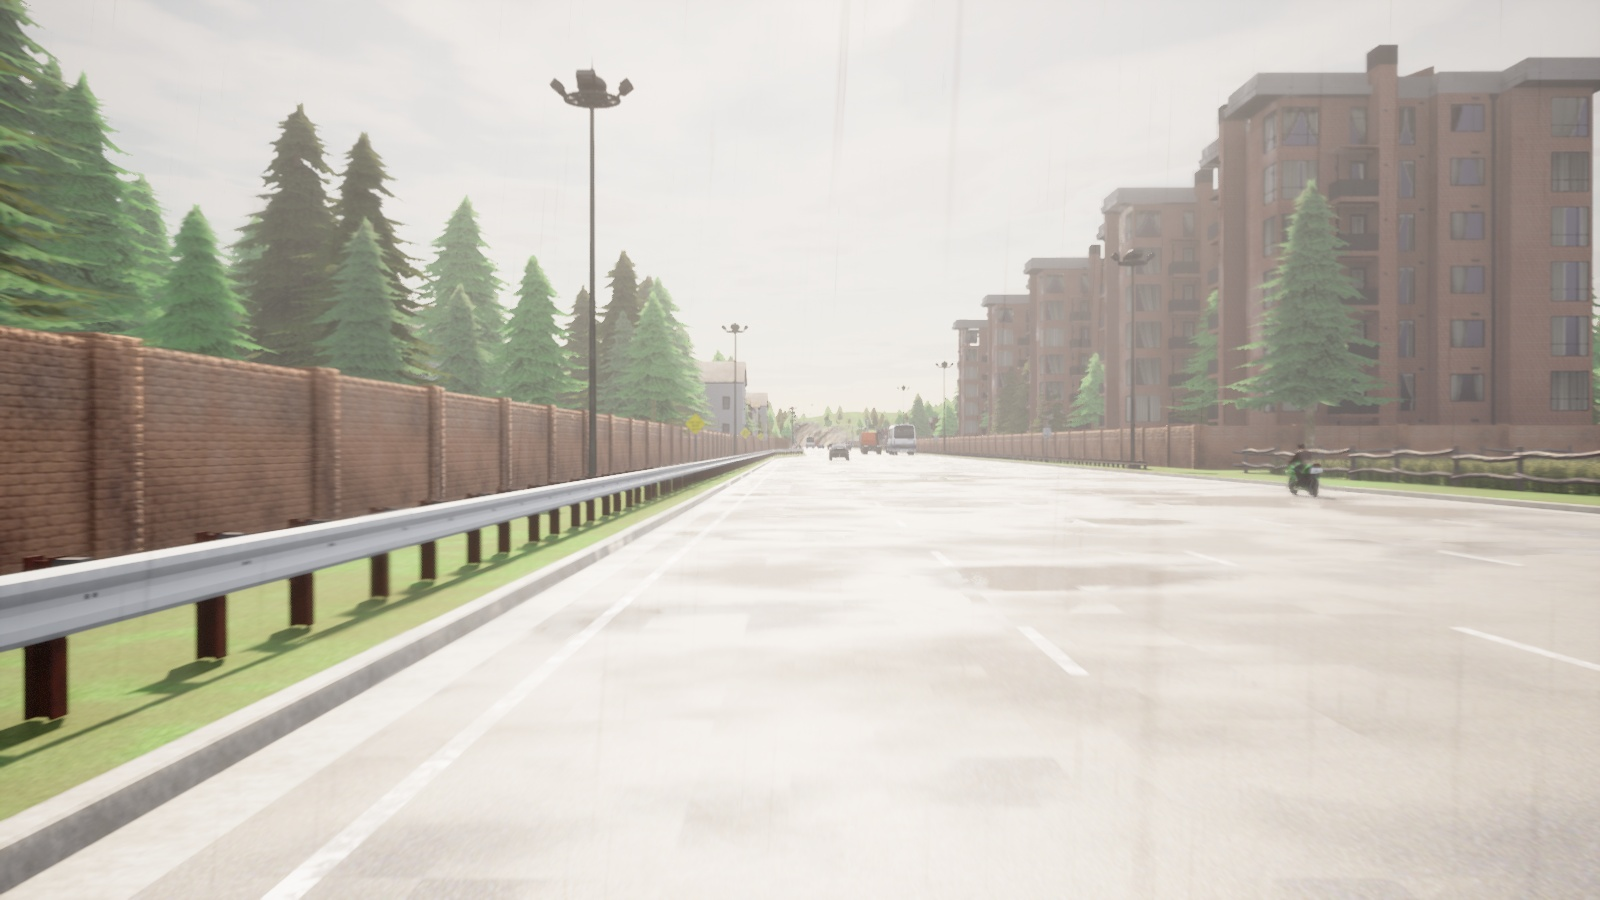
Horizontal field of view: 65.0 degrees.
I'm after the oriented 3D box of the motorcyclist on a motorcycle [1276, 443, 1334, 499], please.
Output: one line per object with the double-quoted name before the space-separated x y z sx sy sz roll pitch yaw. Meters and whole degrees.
"motorcyclist on a motorcycle" 14.192 0.577 35.325 0.797 1.523 2.044 0 0 0
